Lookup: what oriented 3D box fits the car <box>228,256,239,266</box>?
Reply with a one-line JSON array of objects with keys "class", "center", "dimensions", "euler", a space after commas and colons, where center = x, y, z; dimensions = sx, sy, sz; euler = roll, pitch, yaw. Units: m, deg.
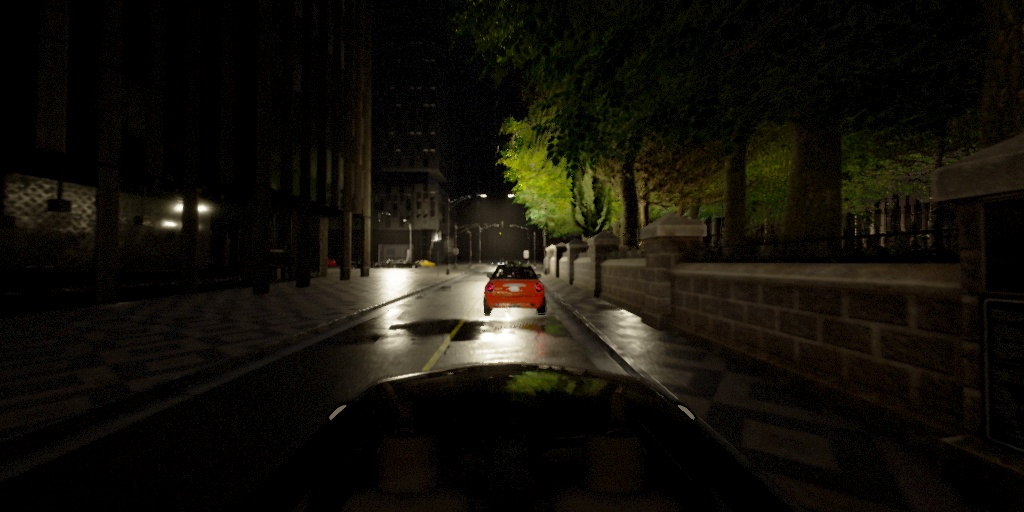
[{"class": "car", "center": [-36.691, 0.965, 49.567], "dimensions": [5.009, 1.841, 2.192], "euler": [0, 0, 0]}]

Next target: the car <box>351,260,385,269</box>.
[{"class": "car", "center": [-20.153, 1.186, 49.477], "dimensions": [4.313, 1.339, 1.948], "euler": [0, 0, 0]}]

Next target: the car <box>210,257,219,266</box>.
[{"class": "car", "center": [-42.204, 1.101, 49.597], "dimensions": [4.097, 1.591, 1.967], "euler": [0, 0, 0]}]

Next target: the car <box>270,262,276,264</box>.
[{"class": "car", "center": [-31.178, 1.222, 49.537], "dimensions": [4.207, 1.307, 1.802], "euler": [0, 0, 0]}]

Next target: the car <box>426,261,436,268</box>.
[{"class": "car", "center": [-14.772, 1.298, 57.971], "dimensions": [4.829, 1.417, 1.751], "euler": [0, 0, 0]}]

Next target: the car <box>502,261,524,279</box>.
[{"class": "car", "center": [0.091, 1.193, 32.906], "dimensions": [1.837, 1.490, 4.892], "euler": [0, 0, 0]}]

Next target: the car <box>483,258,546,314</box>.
[{"class": "car", "center": [0.087, 1.075, 13.716], "dimensions": [2.097, 1.767, 4.553], "euler": [0, 0, 0]}]

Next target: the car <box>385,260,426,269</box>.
[{"class": "car", "center": [-14.640, 1.161, 49.446], "dimensions": [4.403, 1.370, 2.007], "euler": [0, 0, 0]}]
